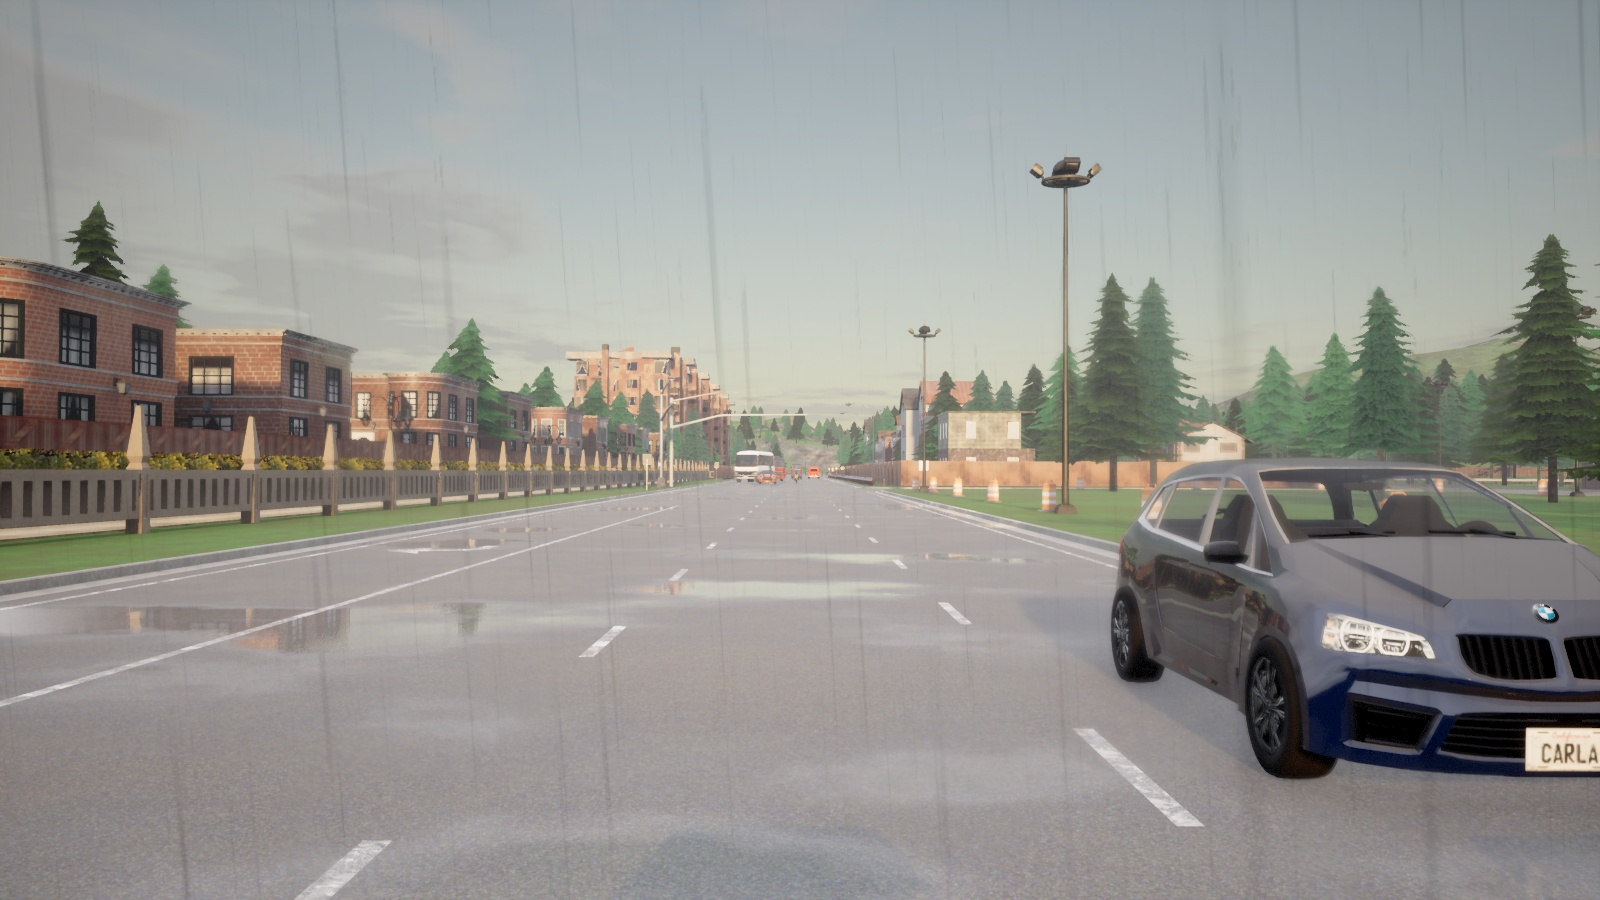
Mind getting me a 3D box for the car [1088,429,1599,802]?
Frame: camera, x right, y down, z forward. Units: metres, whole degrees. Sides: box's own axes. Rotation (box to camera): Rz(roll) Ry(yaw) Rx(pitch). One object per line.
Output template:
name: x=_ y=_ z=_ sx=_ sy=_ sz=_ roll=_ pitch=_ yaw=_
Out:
car: x=3.480 y=0.778 z=7.948 sx=2.242 sy=1.667 sz=4.611 roll=0 pitch=-1 yaw=0
